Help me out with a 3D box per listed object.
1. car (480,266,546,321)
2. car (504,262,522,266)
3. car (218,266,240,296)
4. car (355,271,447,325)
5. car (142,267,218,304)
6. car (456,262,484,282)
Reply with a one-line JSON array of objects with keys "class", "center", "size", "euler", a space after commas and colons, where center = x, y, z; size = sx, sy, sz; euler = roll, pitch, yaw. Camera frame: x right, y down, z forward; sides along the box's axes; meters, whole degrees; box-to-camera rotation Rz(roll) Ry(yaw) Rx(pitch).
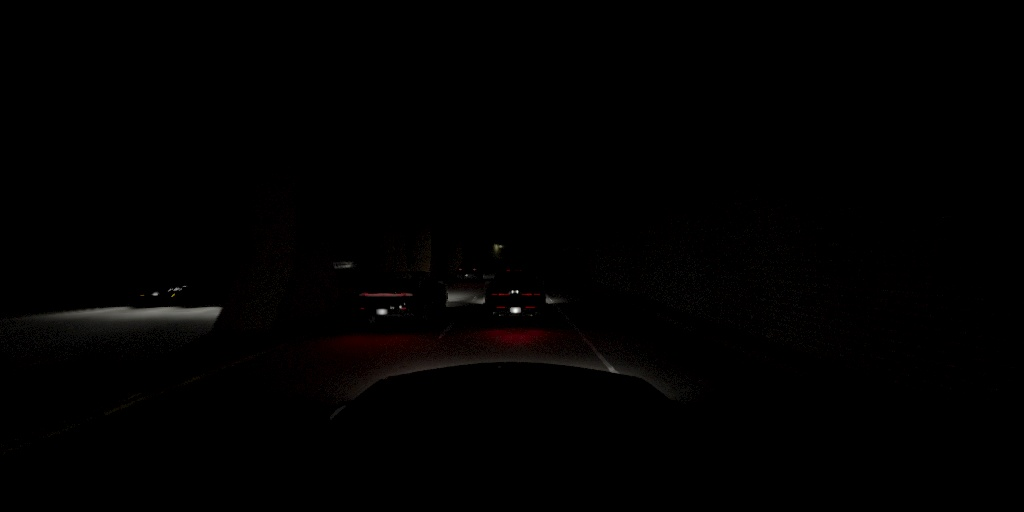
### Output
[{"class": "car", "center": [0.099, 1.258, 12.430], "size": [1.837, 1.490, 4.892], "euler": [0, 0, 0]}, {"class": "car", "center": [0.098, 1.263, 29.468], "size": [1.837, 1.490, 4.892], "euler": [0, 0, 0]}, {"class": "car", "center": [-10.601, 1.259, 16.595], "size": [1.837, 1.490, 4.892], "euler": [0, 0, 0]}, {"class": "car", "center": [-3.402, 1.245, 11.810], "size": [2.128, 1.511, 4.902], "euler": [0, 0, 0]}, {"class": "car", "center": [-14.101, 1.259, 16.599], "size": [1.837, 1.490, 4.892], "euler": [0, 0, 0]}, {"class": "car", "center": [-3.402, 1.250, 29.382], "size": [2.128, 1.511, 4.902], "euler": [0, 0, 0]}]
